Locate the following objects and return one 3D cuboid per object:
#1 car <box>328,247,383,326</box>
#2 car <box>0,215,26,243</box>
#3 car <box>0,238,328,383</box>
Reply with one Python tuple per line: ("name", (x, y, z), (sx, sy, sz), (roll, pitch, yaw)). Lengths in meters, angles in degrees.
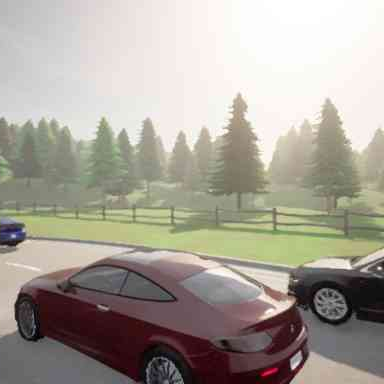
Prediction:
("car", (4.083, 1.537, 5.578), (4.892, 1.490, 1.837), (-2, -1, 36))
("car", (-9.466, 1.613, 14.150), (5.008, 1.535, 1.882), (0, -1, 20))
("car", (-0.748, 1.567, 4.837), (4.674, 1.442, 1.812), (0, 0, 38))
